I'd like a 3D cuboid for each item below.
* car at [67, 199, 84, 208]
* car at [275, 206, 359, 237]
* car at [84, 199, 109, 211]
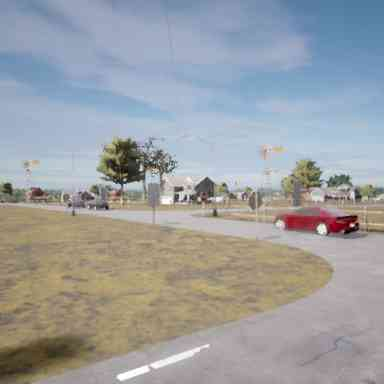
[{"bbox_3d":[-19.411,1.954,55.601,2.128,1.511,4.902,-1,-1,-36],"label":"car"},{"bbox_3d":[6.814,1.524,18.764,1.882,1.535,5.008,0,0,-28],"label":"car"},{"bbox_3d":[-13.358,1.825,47.276,1.837,1.490,4.892,-1,0,-35],"label":"car"}]
